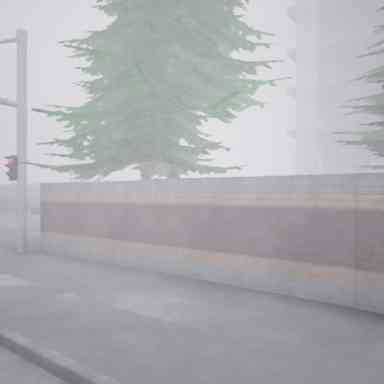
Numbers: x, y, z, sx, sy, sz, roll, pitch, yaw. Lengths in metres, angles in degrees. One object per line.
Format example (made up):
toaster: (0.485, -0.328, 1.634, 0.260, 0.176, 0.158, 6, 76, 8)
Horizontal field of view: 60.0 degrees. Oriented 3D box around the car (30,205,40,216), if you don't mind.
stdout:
car: (-12.661, 1.432, 31.386, 1.882, 1.535, 5.008, 0, 0, 35)
